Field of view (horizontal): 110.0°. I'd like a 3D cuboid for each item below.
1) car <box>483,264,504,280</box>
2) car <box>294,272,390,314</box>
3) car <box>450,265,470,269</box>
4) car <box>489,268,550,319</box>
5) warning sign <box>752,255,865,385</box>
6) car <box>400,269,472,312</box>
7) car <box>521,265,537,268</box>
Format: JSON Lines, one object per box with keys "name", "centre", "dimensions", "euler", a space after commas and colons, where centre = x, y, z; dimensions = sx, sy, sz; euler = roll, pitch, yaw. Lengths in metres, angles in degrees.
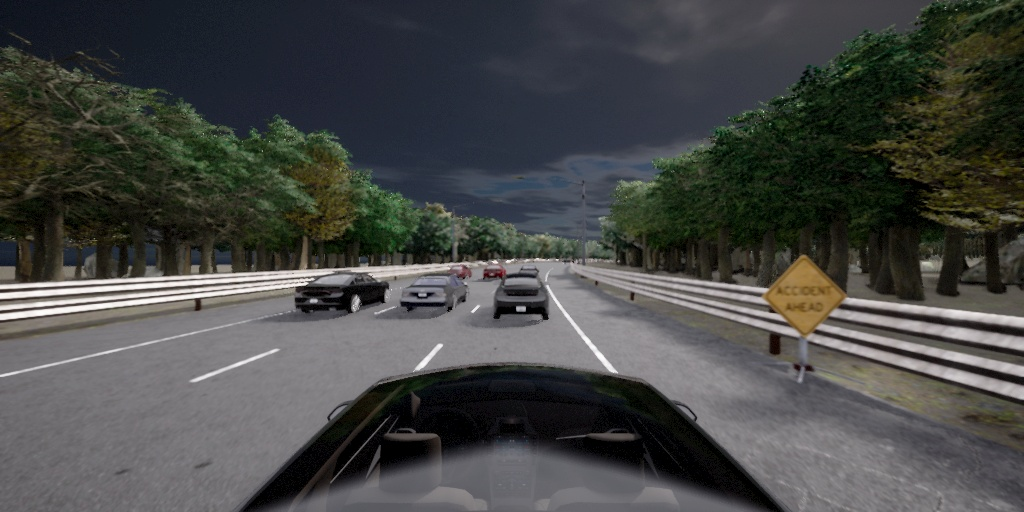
{"name": "car", "centre": [-1.671, 1.595, 36.371], "dimensions": [1.882, 1.535, 5.008], "euler": [0, 0, 5]}
{"name": "car", "centre": [-6.597, 1.376, 14.574], "dimensions": [1.882, 1.535, 5.008], "euler": [0, 0, 2]}
{"name": "car", "centre": [-5.229, 1.641, 35.903], "dimensions": [1.812, 1.442, 4.674], "euler": [0, 0, 5]}
{"name": "car", "centre": [0.368, 1.396, 13.562], "dimensions": [1.837, 1.490, 4.892], "euler": [0, 0, 2]}
{"name": "warning sign", "centre": [4.584, 0.914, 5.637], "dimensions": [1.300, 1.860, 1.060], "euler": [0, 0, 1]}
{"name": "car", "centre": [-3.077, 1.454, 15.201], "dimensions": [2.033, 1.411, 5.357], "euler": [0, -1, 2]}
{"name": "car", "centre": [1.691, 1.596, 34.723], "dimensions": [2.128, 1.511, 4.902], "euler": [0, 0, 5]}
